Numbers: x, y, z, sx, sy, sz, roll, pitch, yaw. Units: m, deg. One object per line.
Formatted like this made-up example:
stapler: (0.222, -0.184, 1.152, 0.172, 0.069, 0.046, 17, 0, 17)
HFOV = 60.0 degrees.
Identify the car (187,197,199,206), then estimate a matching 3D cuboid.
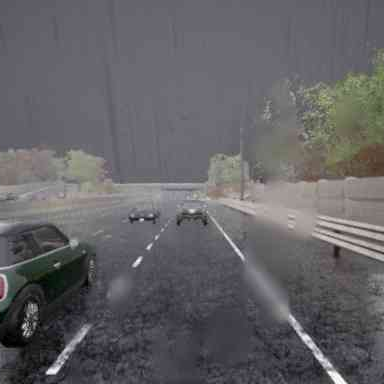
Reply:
car: (0.231, 1.611, 56.741, 1.812, 1.442, 4.674, 0, 0, 3)

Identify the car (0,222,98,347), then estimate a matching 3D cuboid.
car: (-3.401, 1.354, 6.486, 2.097, 1.767, 4.553, 0, 0, 0)

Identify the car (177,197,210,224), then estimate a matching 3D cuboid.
car: (0.001, 1.374, 24.807, 2.097, 1.767, 4.553, 0, 0, 0)

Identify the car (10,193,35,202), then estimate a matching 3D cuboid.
car: (-24.498, 1.487, 49.558, 2.097, 1.767, 4.553, 0, 0, 0)

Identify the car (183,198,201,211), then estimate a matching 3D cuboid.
car: (0.002, 1.548, 42.412, 2.128, 1.511, 4.902, 0, 0, 0)

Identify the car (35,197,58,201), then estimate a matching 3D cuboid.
car: (-20.997, 1.691, 49.497, 1.895, 1.301, 4.718, 0, 0, 0)

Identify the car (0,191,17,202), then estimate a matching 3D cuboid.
car: (-27.998, 0.909, 49.496, 2.150, 2.045, 5.566, 0, 0, 0)

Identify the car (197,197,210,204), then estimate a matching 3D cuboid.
car: (2.592, 1.856, 73.227, 1.895, 1.301, 4.718, 0, -1, 14)

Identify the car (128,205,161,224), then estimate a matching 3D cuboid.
car: (-3.400, 1.623, 24.751, 1.895, 1.301, 4.718, 0, 0, 0)
